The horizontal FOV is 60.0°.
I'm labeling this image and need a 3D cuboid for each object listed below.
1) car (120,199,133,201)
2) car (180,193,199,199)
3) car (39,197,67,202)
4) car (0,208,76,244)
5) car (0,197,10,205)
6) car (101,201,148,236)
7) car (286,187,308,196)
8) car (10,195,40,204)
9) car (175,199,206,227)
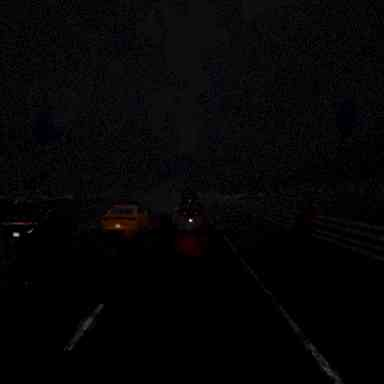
[{"bbox_3d":[-7.252,1.521,37.048,2.033,1.411,5.357,0,0,-1],"label":"car"},{"bbox_3d":[-0.291,1.183,40.890,2.150,2.045,5.566,0,-1,-1],"label":"car"},{"bbox_3d":[-18.015,1.470,44.378,1.837,1.490,4.892,0,0,0],"label":"car"},{"bbox_3d":[-7.040,1.487,15.735,2.128,1.511,4.902,0,0,-1],"label":"car"},{"bbox_3d":[-25.005,1.447,43.482,1.882,1.535,5.008,0,0,0],"label":"car"},{"bbox_3d":[-3.566,1.470,18.352,1.882,1.535,5.008,0,0,-1],"label":"car"},{"bbox_3d":[21.684,0.124,68.723,2.150,2.045,5.566,0,-3,-15],"label":"car"},{"bbox_3d":[-21.508,1.321,44.006,2.097,1.767,4.553,0,0,0],"label":"car"},{"bbox_3d":[-0.109,1.493,22.757,1.837,1.490,4.892,0,0,-1],"label":"car"}]
